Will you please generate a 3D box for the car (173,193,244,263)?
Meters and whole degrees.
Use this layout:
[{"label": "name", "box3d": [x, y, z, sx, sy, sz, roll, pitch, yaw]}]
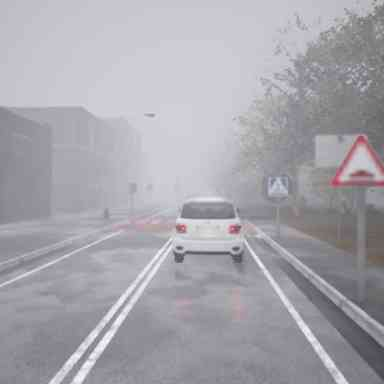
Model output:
[{"label": "car", "box3d": [0.612, 1.190, 12.066, 2.150, 2.045, 5.566, 0, 1, 4]}]
